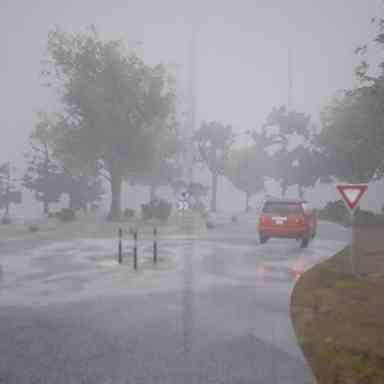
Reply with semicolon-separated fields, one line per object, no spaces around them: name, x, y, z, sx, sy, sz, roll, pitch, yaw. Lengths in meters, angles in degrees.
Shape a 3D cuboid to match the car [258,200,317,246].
car;4.834;1.383;16.489;2.150;2.045;5.566;0;0;25
